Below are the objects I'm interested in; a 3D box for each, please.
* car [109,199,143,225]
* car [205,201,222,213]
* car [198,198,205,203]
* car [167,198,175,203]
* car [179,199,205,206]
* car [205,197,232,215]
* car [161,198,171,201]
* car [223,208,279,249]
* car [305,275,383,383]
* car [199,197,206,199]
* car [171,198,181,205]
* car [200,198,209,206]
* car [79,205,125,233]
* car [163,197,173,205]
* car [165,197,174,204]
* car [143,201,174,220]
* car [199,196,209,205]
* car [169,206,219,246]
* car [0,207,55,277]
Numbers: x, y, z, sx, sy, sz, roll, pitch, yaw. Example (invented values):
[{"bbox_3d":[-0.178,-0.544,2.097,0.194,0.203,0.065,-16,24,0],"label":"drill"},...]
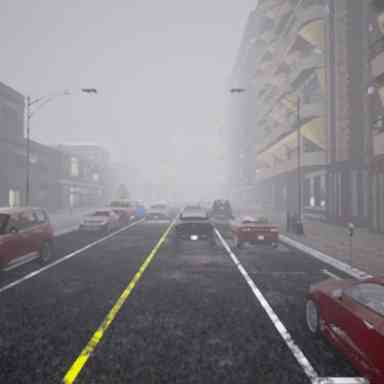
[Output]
[{"bbox_3d":[-5.657,1.536,26.560,2.192,1.841,5.009,1,0,0],"label":"car"},{"bbox_3d":[2.707,1.930,43.677,1.947,1.339,4.313,1,0,0],"label":"car"},{"bbox_3d":[2.712,2.375,94.854,1.947,1.339,4.313,1,-1,0],"label":"car"},{"bbox_3d":[-5.635,2.340,89.110,1.802,1.307,4.206,1,-1,0],"label":"car"},{"bbox_3d":[0.100,1.766,33.061,2.128,1.511,4.902,0,0,0],"label":"car"},{"bbox_3d":[2.710,1.583,32.306,2.192,1.841,5.009,1,0,0],"label":"car"},{"bbox_3d":[-5.637,2.083,66.195,1.752,1.417,4.829,1,0,0],"label":"car"},{"bbox_3d":[2.705,1.671,15.245,1.887,1.381,4.507,1,0,0],"label":"car"},{"bbox_3d":[2.703,1.615,3.871,1.802,1.307,4.206,1,0,0],"label":"car"},{"bbox_3d":[2.709,2.110,66.422,2.008,1.369,4.403,1,0,0],"label":"car"},{"bbox_3d":[-2.993,2.111,71.803,2.033,1.411,5.357,0,0,0],"label":"car"},{"bbox_3d":[2.710,2.135,72.279,1.752,1.417,4.829,1,-1,0],"label":"car"},{"bbox_3d":[-5.683,1.755,20.872,1.802,1.307,4.206,1,0,0],"label":"car"},{"bbox_3d":[-5.634,2.098,77.738,1.967,1.590,4.097,1,0,0],"label":"car"},{"bbox_3d":[-5.634,2.148,83.426,1.967,1.590,4.097,1,-1,0],"label":"car"},{"bbox_3d":[-3.099,1.806,31.153,2.033,1.411,5.357,0,0,0],"label":"car"},{"bbox_3d":[2.715,1.973,77.798,2.192,1.841,5.009,1,-1,0],"label":"car"},{"bbox_3d":[0.095,1.639,16.092,1.837,1.490,4.892,0,0,0],"label":"car"},{"bbox_3d":[-5.672,1.395,9.500,2.192,1.841,5.009,1,0,0],"label":"car"}]
